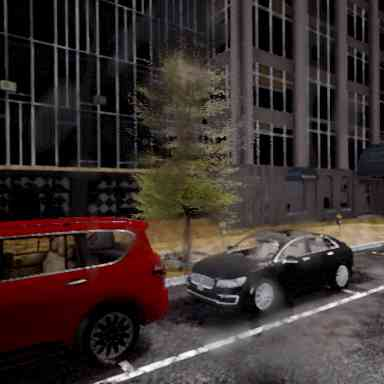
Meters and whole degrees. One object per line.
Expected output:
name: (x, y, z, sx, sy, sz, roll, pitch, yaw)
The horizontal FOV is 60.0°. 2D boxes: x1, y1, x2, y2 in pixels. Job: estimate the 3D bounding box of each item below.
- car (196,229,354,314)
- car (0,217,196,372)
car: (1.936, 1.562, 7.502, 4.403, 1.369, 2.008, 0, -1, -36)
car: (-2.660, 1.315, 4.219, 5.009, 1.841, 2.192, 0, -1, -36)
